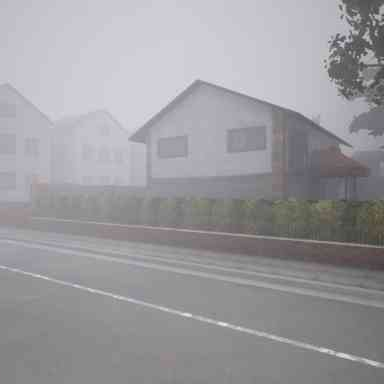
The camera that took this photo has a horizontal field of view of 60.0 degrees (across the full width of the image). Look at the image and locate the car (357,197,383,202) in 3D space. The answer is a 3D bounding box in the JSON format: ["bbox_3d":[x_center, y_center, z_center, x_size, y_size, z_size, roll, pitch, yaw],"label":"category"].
[{"bbox_3d":[14.618,1.168,25.879,3.806,1.475,1.970,0,0,35],"label":"car"}]
